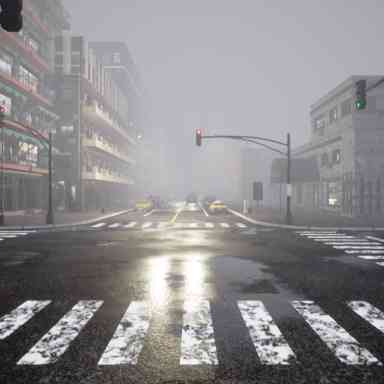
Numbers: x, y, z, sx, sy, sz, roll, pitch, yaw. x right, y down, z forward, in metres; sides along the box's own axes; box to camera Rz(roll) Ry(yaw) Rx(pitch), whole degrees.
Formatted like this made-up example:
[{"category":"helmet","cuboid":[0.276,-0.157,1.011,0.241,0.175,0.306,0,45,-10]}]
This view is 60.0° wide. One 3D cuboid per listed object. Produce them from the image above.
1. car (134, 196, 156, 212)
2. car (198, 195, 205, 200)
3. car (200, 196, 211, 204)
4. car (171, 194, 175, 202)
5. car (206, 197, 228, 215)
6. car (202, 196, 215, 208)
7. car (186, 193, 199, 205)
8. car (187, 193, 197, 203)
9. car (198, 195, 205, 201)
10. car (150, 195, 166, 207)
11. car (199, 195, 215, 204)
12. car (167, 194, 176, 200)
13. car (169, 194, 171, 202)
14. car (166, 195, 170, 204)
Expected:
[{"category":"car","cuboid":[-5.706,1.549,39.273,1.752,1.417,4.829,0,0,0]},{"category":"car","cuboid":[2.648,1.670,94.840,2.008,1.369,4.403,0,0,0]},{"category":"car","cuboid":[2.661,1.612,67.144,2.008,1.369,4.403,0,0,0]},{"category":"car","cuboid":[-5.725,1.628,78.218,1.887,1.381,4.507,0,0,0]},{"category":"car","cuboid":[2.677,1.544,34.079,1.752,1.417,4.829,0,0,0]},{"category":"car","cuboid":[2.671,1.611,44.987,1.802,1.307,4.206,0,0,0]},{"category":"car","cuboid":[-0.028,1.403,60.684,2.097,1.767,4.553,0,0,0]},{"category":"car","cuboid":[-0.032,1.182,70.747,2.150,2.045,5.566,0,0,0]},{"category":"car","cuboid":[2.650,1.632,89.471,1.752,1.417,4.829,0,0,0]},{"category":"car","cuboid":[-5.711,1.351,50.522,2.192,1.841,5.009,0,0,0]},{"category":"car","cuboid":[2.670,1.351,50.526,2.192,1.841,5.009,0,0,0]},{"category":"car","cuboid":[-5.732,1.434,94.836,2.192,1.841,5.009,0,0,0]},{"category":"car","cuboid":[-5.719,1.587,66.969,1.752,1.417,4.829,0,0,0]},{"category":"car","cuboid":[-5.717,1.603,61.600,2.008,1.369,4.403,0,0,0]}]
